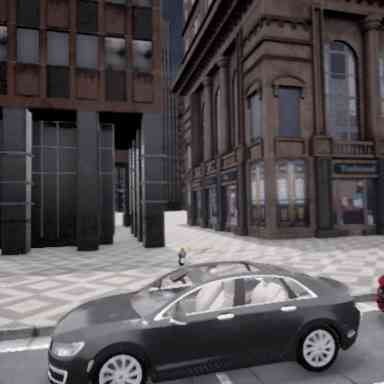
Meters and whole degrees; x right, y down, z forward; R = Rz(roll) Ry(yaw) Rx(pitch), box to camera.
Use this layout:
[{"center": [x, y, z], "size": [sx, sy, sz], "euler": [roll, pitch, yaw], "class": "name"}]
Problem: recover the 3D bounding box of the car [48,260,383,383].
[{"center": [0.273, 1.759, 4.898], "size": [4.403, 1.369, 2.008], "euler": [0, -2, -14], "class": "car"}]
